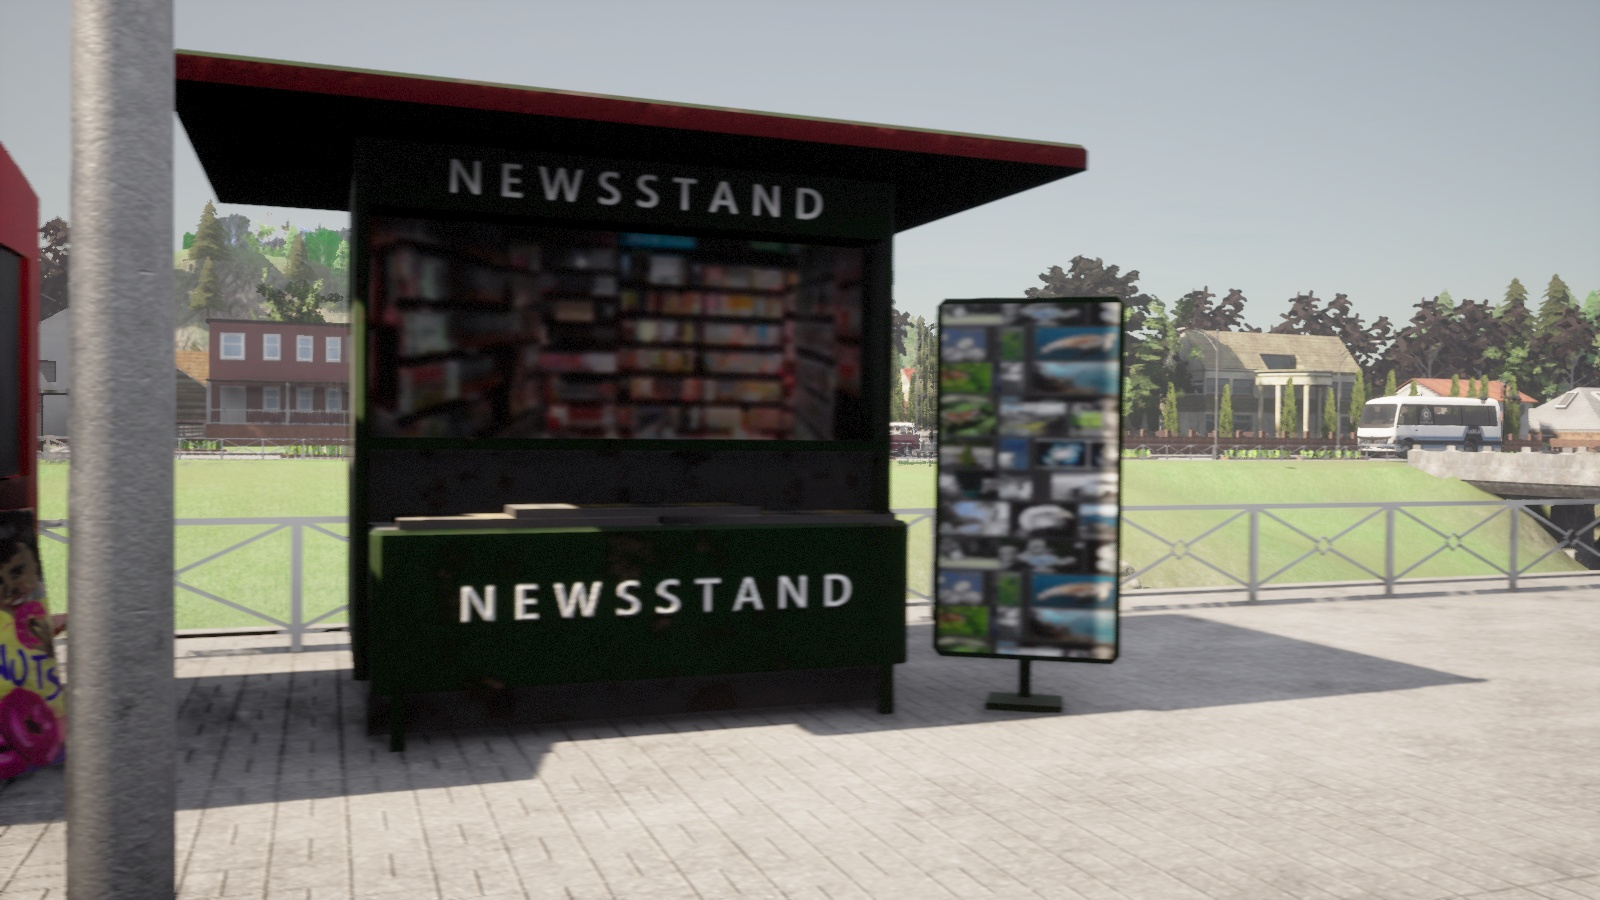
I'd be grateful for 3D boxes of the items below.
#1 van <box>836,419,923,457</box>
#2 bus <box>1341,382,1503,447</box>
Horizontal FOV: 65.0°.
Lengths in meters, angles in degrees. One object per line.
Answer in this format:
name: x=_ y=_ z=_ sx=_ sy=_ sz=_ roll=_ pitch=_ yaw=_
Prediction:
van: x=4.531 y=-0.691 z=71.482 sx=4.480 sy=2.038 sz=2.069 roll=-1 pitch=1 yaw=-21
bus: x=42.557 y=-2.436 z=85.896 sx=10.273 sy=4.253 sz=3.944 roll=-1 pitch=1 yaw=-21
